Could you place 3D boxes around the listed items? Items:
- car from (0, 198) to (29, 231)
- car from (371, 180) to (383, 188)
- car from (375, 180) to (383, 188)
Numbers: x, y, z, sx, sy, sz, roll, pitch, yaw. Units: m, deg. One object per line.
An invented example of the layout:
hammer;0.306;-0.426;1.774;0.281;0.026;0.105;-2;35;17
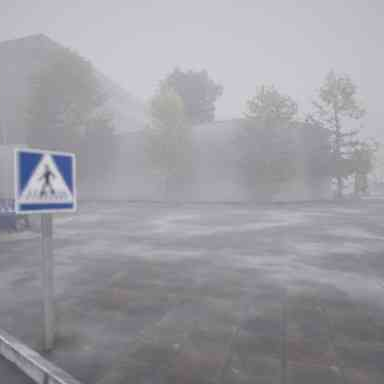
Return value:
car;-9.859;1.131;15.207;2.097;1.535;5.008;2;0;21
car;39.457;-1.659;67.664;5.008;1.535;2.097;-4;1;-4
car;38.649;-1.541;64.816;5.008;1.535;2.097;-4;1;-4
